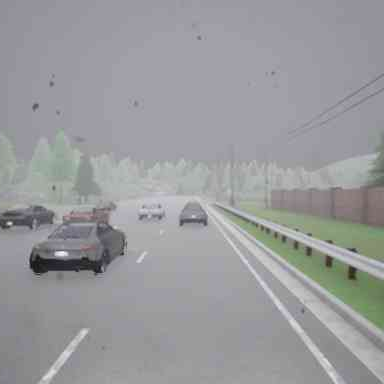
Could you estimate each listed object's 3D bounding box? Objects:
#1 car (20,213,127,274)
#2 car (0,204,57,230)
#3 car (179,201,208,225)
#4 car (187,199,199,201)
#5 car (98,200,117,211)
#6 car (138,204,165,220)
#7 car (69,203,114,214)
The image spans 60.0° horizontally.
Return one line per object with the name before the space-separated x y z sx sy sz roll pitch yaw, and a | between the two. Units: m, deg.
car | -3.399 1.587 10.665 1.994 1.385 4.181 0 0 0
car | -10.400 1.551 21.474 1.837 1.490 4.892 0 0 0
car | 0.101 1.615 24.299 1.994 1.385 4.181 0 0 0
car | 0.102 1.567 41.987 1.882 1.535 5.008 0 0 0
car | -10.400 1.650 40.211 1.994 1.385 4.181 0 0 0
car | -3.400 1.663 28.957 1.895 1.301 4.718 0 0 0
car | -6.900 1.649 22.257 1.895 1.301 4.718 0 0 0
